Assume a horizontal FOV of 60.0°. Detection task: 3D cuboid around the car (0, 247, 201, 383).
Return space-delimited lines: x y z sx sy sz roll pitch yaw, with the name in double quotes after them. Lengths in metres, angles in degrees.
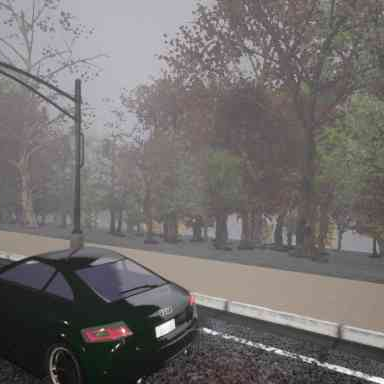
-1.939 1.563 5.069 4.181 1.385 1.994 0 0 36 "car"
